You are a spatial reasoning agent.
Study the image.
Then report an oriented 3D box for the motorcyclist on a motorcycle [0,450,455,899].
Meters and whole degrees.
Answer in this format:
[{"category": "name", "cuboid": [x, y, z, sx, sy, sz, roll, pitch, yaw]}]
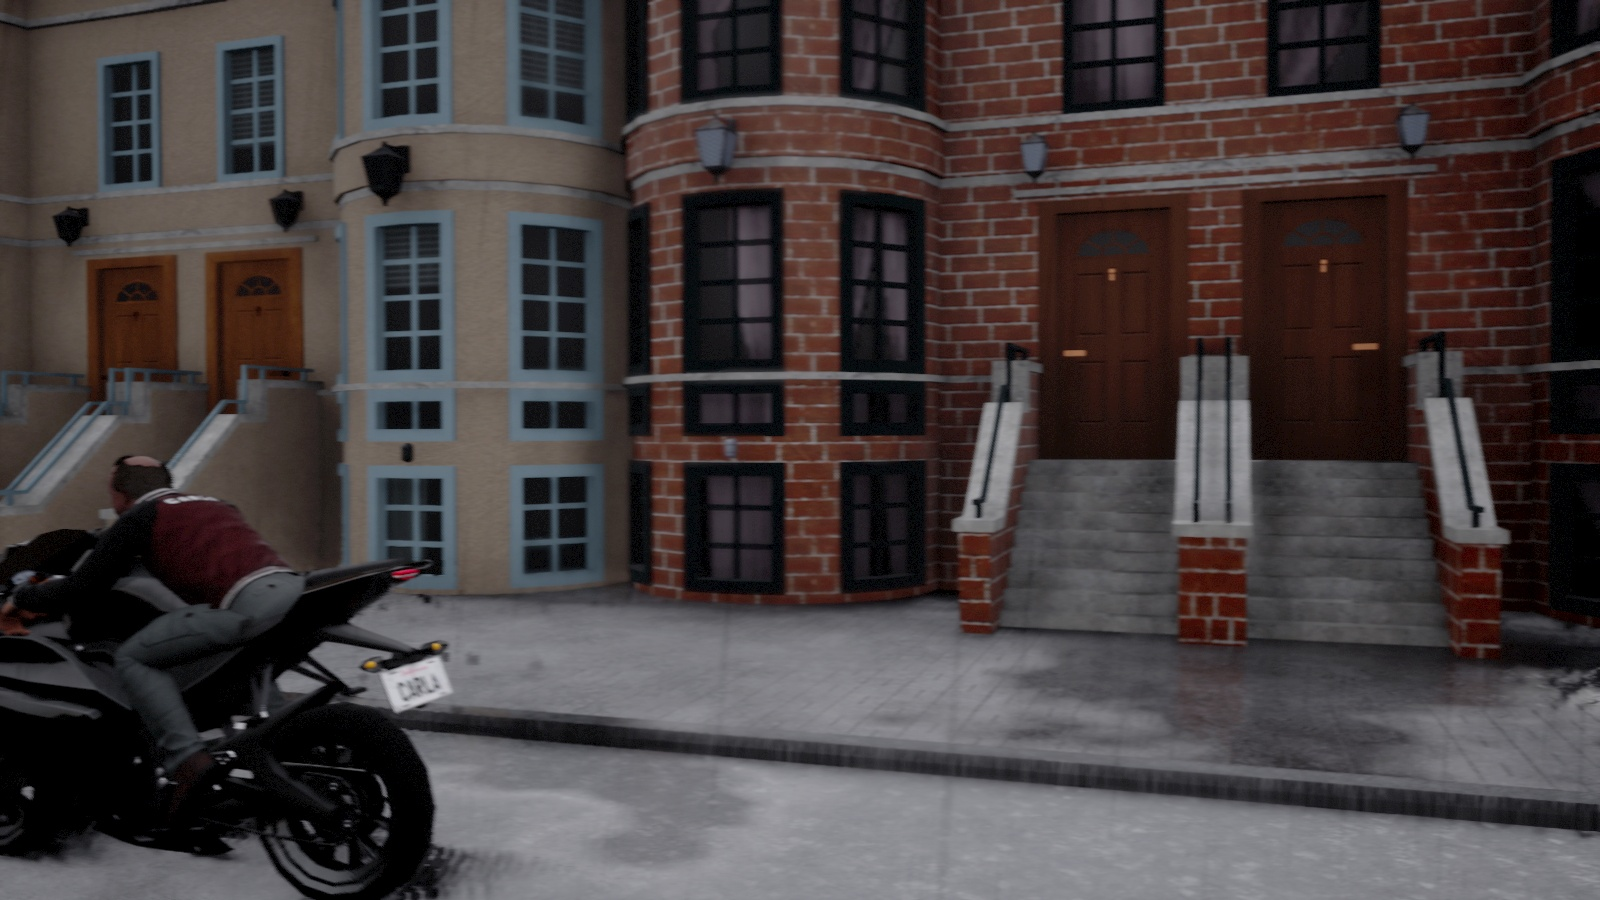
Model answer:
[{"category": "motorcyclist on a motorcycle", "cuboid": [-2.442, 0.780, 4.543, 2.191, 1.530, 0.866, 1, 1, 19]}]
